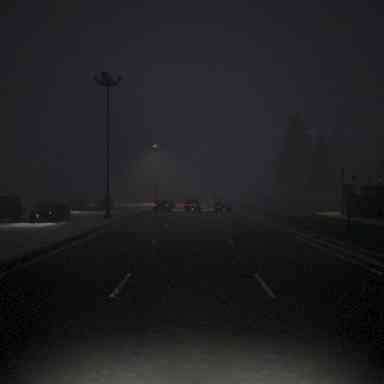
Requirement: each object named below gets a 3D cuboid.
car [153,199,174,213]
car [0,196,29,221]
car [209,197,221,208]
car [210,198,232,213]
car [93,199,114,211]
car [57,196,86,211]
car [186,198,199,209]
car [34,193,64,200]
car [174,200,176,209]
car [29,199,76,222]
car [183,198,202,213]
[{"bbox_3d":[-3.440,1.634,39.122,1.812,1.442,4.674,0,0,0],"label":"car"},{"bbox_3d":[-14.998,1.294,25.195,2.150,2.045,5.566,0,-1,1],"label":"car"},{"bbox_3d":[3.575,1.487,49.086,2.097,1.767,4.553,0,0,0],"label":"car"},{"bbox_3d":[3.560,1.709,39.141,1.895,1.301,4.718,0,0,0],"label":"car"},{"bbox_3d":[-11.433,1.661,43.308,1.837,1.490,4.892,0,0,0],"label":"car"},{"bbox_3d":[-14.948,1.623,42.089,1.837,1.490,4.892,0,-1,0],"label":"car"},{"bbox_3d":[0.076,1.640,49.121,1.837,1.490,4.892,0,0,0],"label":"car"},{"bbox_3d":[-18.433,0.959,43.290,2.150,2.045,5.566,0,0,0],"label":"car"},{"bbox_3d":[-3.424,1.699,49.126,1.994,1.385,4.181,0,0,0],"label":"car"},{"bbox_3d":[-11.483,1.582,27.210,1.837,1.490,4.892,0,-1,1],"label":"car"},{"bbox_3d":[0.059,1.612,38.700,1.837,1.490,4.892,0,0,0],"label":"car"}]
